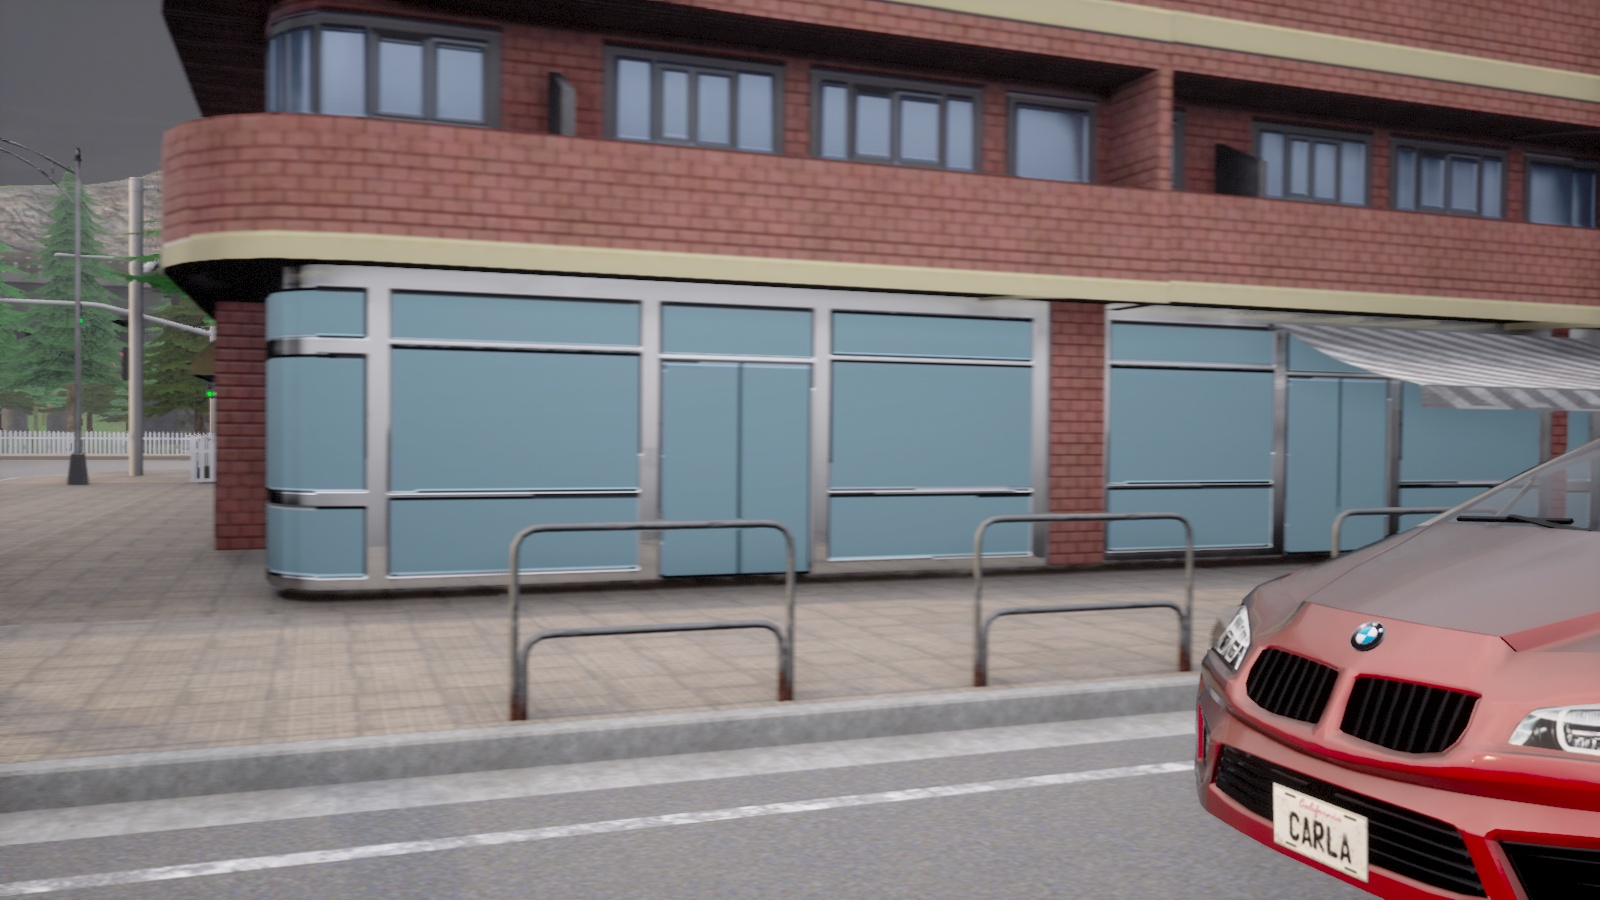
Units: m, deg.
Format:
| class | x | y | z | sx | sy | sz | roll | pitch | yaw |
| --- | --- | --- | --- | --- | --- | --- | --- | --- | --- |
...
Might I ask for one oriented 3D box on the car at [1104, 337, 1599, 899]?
| class | x | y | z | sx | sy | sz | roll | pitch | yaw |
| --- | --- | --- | --- | --- | --- | --- | --- | --- | --- |
| car | 3.743 | 0.516 | 4.658 | 4.611 | 1.667 | 2.242 | -1 | 1 | -21 |
